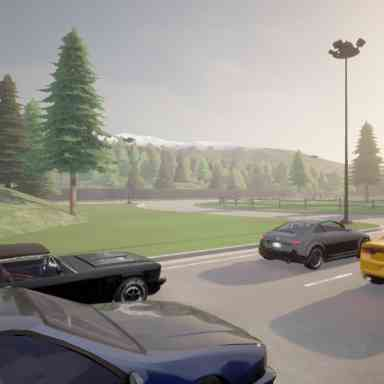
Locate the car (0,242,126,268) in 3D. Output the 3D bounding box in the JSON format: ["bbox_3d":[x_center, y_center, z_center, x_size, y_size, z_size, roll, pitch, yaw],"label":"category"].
[{"bbox_3d":[-2.855,1.601,6.011,4.718,1.301,1.895,0,0,-36],"label":"car"}]

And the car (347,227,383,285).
[{"bbox_3d":[6.182,1.478,8.264,5.008,1.535,1.882,0,0,-35],"label":"car"}]

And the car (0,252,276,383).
[{"bbox_3d":[-1.763,1.547,2.488,5.357,1.411,2.033,0,0,-36],"label":"car"}]

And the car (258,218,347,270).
[{"bbox_3d":[4.201,1.564,11.152,4.181,1.385,1.994,0,0,-35],"label":"car"}]
